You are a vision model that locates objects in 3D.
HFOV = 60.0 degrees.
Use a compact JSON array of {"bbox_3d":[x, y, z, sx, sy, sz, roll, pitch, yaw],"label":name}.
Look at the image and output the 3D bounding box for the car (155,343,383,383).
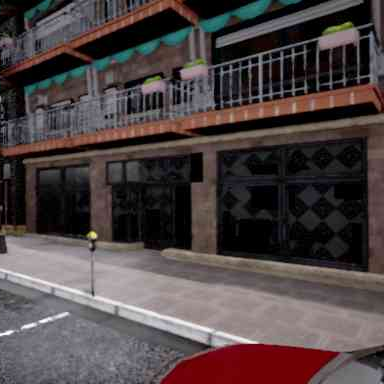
[{"bbox_3d":[1.547,1.584,1.785,4.206,1.307,1.802,0,-1,36],"label":"car"}]
